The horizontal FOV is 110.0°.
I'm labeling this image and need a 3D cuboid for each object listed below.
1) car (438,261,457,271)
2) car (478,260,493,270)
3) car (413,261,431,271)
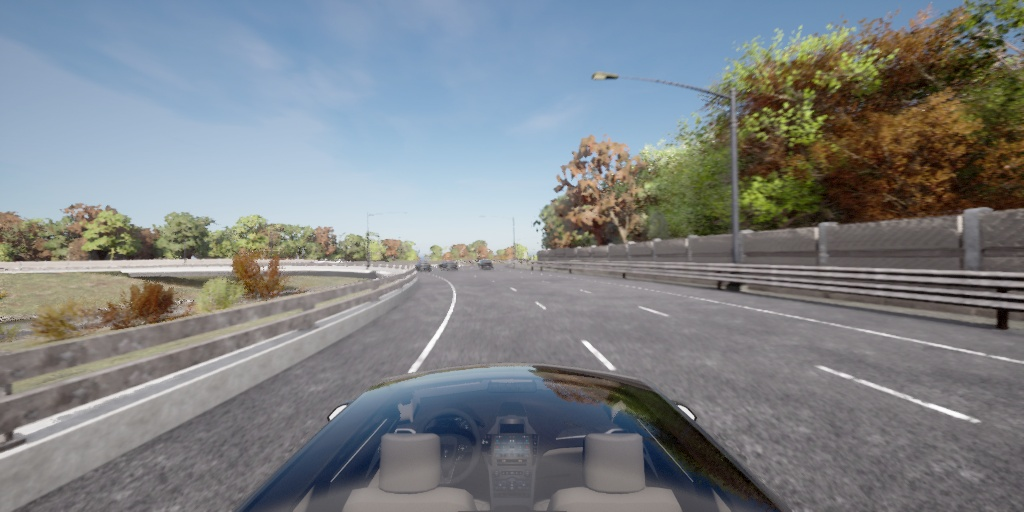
[{"bbox_3d":[-9.910,1.435,55.030,2.128,1.511,4.902,-1,0,-28],"label":"car"},{"bbox_3d":[-4.128,1.337,55.615,1.837,1.490,4.892,-2,0,-12],"label":"car"},{"bbox_3d":[-13.741,1.509,54.713,2.128,1.511,4.902,-1,0,-29],"label":"car"}]
